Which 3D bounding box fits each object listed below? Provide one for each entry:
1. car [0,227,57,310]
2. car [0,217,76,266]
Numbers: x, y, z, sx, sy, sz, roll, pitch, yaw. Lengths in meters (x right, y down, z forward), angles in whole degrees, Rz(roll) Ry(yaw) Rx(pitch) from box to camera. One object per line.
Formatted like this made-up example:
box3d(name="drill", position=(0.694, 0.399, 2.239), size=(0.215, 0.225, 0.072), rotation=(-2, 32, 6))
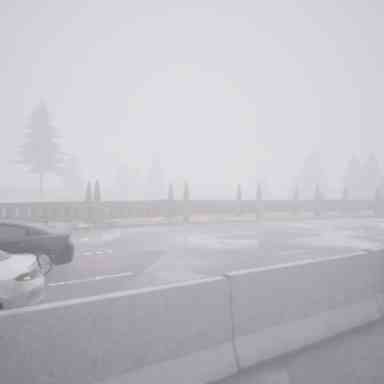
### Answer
box3d(name="car", position=(-4.673, 1.494, 4.805), size=(4.674, 1.442, 1.812), rotation=(0, 0, -35))
box3d(name="car", position=(-5.601, 1.432, 8.421), size=(5.008, 1.535, 1.882), rotation=(0, 0, -34))
